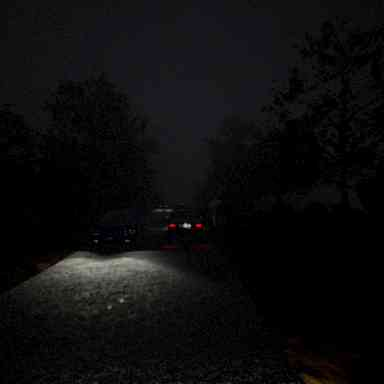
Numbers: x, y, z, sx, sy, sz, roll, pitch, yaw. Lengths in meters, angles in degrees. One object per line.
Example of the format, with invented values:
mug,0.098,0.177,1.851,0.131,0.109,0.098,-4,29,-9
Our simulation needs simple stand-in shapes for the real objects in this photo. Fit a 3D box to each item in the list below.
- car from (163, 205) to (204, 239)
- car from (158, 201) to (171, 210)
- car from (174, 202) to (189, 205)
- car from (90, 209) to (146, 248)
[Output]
car,-0.380,1.630,17.820,2.033,1.411,5.357,0,0,-2
car,-4.777,2.309,57.548,1.837,1.490,4.892,0,-1,-1
car,-1.324,1.962,42.410,1.812,1.442,4.674,0,-1,-2
car,-3.230,1.539,15.326,1.882,1.535,5.008,0,0,-2
